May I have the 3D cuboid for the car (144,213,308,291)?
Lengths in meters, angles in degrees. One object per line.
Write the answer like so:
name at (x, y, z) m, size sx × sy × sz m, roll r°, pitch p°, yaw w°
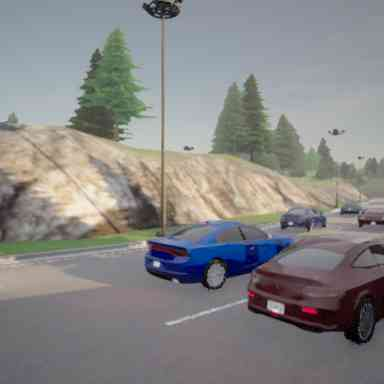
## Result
car at (1.039, 1.546, 9.410) m, size 5.008 × 1.535 × 1.882 m, roll 0°, pitch 0°, yaw -41°

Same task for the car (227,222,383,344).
car at (3.004, 1.568, 6.497) m, size 4.674 × 1.442 × 1.812 m, roll 0°, pitch 0°, yaw -41°

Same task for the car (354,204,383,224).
car at (12.920, 1.740, 23.214) m, size 1.895 × 1.301 × 4.718 m, roll 0°, pitch 0°, yaw 34°

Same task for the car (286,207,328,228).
car at (7.152, 1.664, 21.187) m, size 1.812 × 1.442 × 4.674 m, roll 0°, pitch 0°, yaw 38°

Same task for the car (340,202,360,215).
car at (17.836, 1.791, 36.940) m, size 1.994 × 1.385 × 4.181 m, roll 0°, pitch 0°, yaw 33°
